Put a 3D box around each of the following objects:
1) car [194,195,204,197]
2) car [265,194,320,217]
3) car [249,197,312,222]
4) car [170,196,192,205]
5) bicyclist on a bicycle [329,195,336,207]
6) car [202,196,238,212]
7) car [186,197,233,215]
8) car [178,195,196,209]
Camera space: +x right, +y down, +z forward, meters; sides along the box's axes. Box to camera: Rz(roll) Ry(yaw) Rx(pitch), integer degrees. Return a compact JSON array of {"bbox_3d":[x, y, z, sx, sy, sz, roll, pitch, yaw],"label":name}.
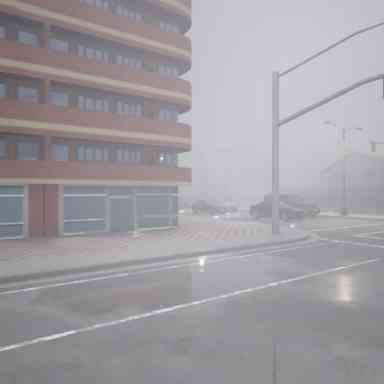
[{"bbox_3d":[0.766,1.352,62.472,2.097,1.767,4.553,0,0,-35],"label":"car"},{"bbox_3d":[8.827,1.221,30.320,2.150,2.045,5.566,0,0,-34],"label":"car"},{"bbox_3d":[6.841,1.478,26.991,1.882,1.535,5.008,0,0,-34],"label":"car"},{"bbox_3d":[-2.086,1.526,60.526,1.812,1.442,4.674,0,0,-34],"label":"car"},{"bbox_3d":[19.330,1.301,45.873,1.656,1.620,0.582,0,0,-35],"label":"bicyclist on a bicycle"},{"bbox_3d":[3.290,1.526,38.367,1.812,1.442,4.674,0,0,-35],"label":"car"},{"bbox_3d":[1.719,1.526,34.469,1.812,1.442,4.674,0,0,-35],"label":"car"},{"bbox_3d":[-1.953,1.505,45.972,1.837,1.490,4.892,0,0,-34],"label":"car"}]
